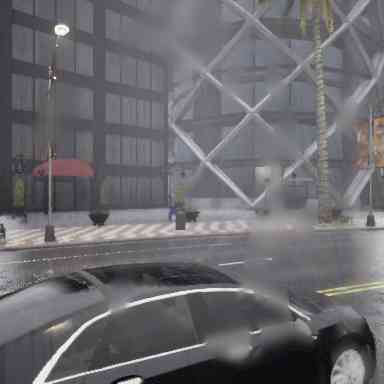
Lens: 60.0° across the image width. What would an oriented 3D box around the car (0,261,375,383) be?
[{"bbox_3d":[-0.114,1.503,3.394,4.892,1.490,1.837,1,-1,-32],"label":"car"}]
